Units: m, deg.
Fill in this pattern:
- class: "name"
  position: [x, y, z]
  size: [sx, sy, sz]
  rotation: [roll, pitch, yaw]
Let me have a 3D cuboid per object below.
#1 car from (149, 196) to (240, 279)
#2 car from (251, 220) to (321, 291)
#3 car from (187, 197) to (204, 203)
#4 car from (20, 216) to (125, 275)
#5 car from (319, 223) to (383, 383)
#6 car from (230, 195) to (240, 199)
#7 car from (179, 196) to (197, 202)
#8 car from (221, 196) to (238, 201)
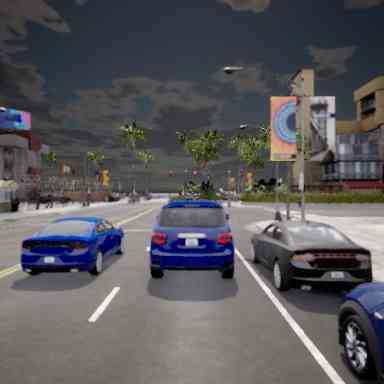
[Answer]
- class: "car"
  position: [0.026, 1.257, 10.349]
  size: [2.150, 2.045, 5.566]
  rotation: [0, 0, 1]
- class: "car"
  position: [2.881, 1.511, 9.111]
  size: [2.097, 1.535, 5.008]
  rotation: [0, 0, 0]
- class: "car"
  position: [0.858, 1.814, 78.863]
  size: [1.994, 1.385, 4.181]
  rotation: [0, 0, 33]
- class: "car"
  position: [-3.466, 1.513, 10.598]
  size: [1.882, 1.535, 5.008]
  rotation: [0, 0, 0]
- class: "car"
  position: [3.036, 1.364, 2.687]
  size: [2.185, 1.767, 4.553]
  rotation: [0, 0, 0]
- class: "car"
  position: [12.384, 1.654, 90.076]
  size: [4.553, 1.767, 2.097]
  rotation: [0, 0, -37]
- class: "car"
  position: [-1.032, 1.750, 82.220]
  size: [1.882, 1.535, 5.008]
  rotation: [0, 0, 36]
- class: "car"
  position: [10.653, 1.904, 93.129]
  size: [4.718, 1.301, 1.895]
  rotation: [0, 0, -37]
